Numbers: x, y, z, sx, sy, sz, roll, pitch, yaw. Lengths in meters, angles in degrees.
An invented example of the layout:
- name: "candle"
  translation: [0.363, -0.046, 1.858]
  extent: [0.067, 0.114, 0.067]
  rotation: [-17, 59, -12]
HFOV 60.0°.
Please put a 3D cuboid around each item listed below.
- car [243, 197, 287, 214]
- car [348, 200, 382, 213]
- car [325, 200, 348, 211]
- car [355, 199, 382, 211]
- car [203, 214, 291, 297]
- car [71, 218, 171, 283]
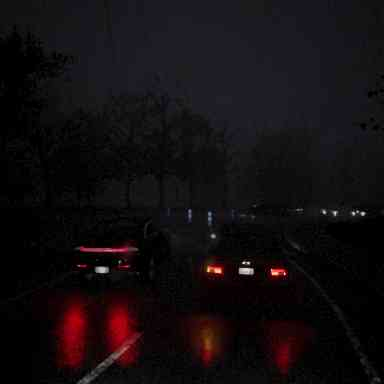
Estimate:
- name: "car"
  translation: [7.503, 1.396, 34.377]
  extent: [4.553, 1.767, 2.097]
  rotation: [1, -1, -26]
- name: "car"
  translation: [23.901, 2.050, 45.344]
  extent: [5.357, 1.411, 2.033]
  rotation: [2, -1, -38]
- name: "car"
  translation: [21.036, 1.950, 47.549]
  extent: [5.008, 1.535, 1.882]
  rotation: [2, -1, -38]
- name: "car"
  translation: [28.210, 2.135, 53.186]
  extent: [4.553, 1.767, 2.097]
  rotation: [2, -2, -39]
- name: "car"
  translation: [1.419, 1.547, 8.780]
  extent: [2.033, 1.411, 5.357]
  rotation: [0, 0, 9]
- name: "car"
  translation: [-1.781, 1.491, 9.692]
  extent: [2.128, 1.511, 4.902]
  rotation: [0, 0, 4]
